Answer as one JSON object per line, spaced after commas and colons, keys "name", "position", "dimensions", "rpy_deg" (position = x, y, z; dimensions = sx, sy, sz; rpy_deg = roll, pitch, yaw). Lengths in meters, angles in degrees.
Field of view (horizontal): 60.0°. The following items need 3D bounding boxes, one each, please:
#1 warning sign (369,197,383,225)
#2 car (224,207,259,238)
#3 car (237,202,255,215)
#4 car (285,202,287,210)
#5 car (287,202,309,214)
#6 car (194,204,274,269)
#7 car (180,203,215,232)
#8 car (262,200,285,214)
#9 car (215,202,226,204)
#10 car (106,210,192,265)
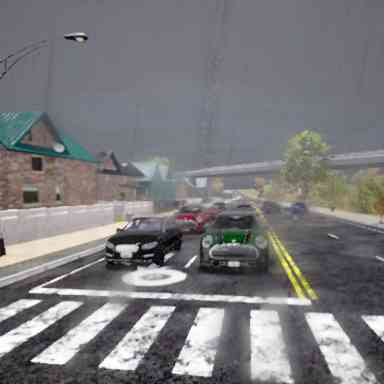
{"name": "warning sign", "position": [13.154, 1.284, 23.064], "dimensions": [1.300, 1.860, 1.060], "rpy_deg": [1, 1, 10]}
{"name": "car", "position": [3.090, 1.744, 20.451], "dimensions": [1.837, 1.490, 4.892], "rpy_deg": [-1, -1, 10]}
{"name": "car", "position": [6.677, 2.023, 40.811], "dimensions": [2.033, 1.411, 5.357], "rpy_deg": [-1, -1, 10]}
{"name": "car", "position": [15.189, 2.139, 51.632], "dimensions": [1.895, 1.301, 4.718], "rpy_deg": [-1, -1, 10]}
{"name": "car", "position": [13.473, 1.943, 41.736], "dimensions": [1.812, 1.442, 4.674], "rpy_deg": [-1, -1, 10]}
{"name": "car", "position": [1.569, 1.493, 11.707], "dimensions": [2.097, 1.767, 4.553], "rpy_deg": [-1, -1, 10]}
{"name": "car", "position": [-0.007, 1.640, 21.623], "dimensions": [2.097, 1.767, 4.553], "rpy_deg": [-1, -1, 10]}
{"name": "car", "position": [10.248, 1.982, 42.160], "dimensions": [1.812, 1.442, 4.674], "rpy_deg": [-1, -1, 10]}
{"name": "car", "position": [3.515, 2.024, 41.632], "dimensions": [1.837, 1.490, 4.892], "rpy_deg": [-1, -1, 10]}
{"name": "car", "position": [-1.584, 1.677, 12.544], "dimensions": [2.128, 1.511, 4.902], "rpy_deg": [-1, -1, 10]}
